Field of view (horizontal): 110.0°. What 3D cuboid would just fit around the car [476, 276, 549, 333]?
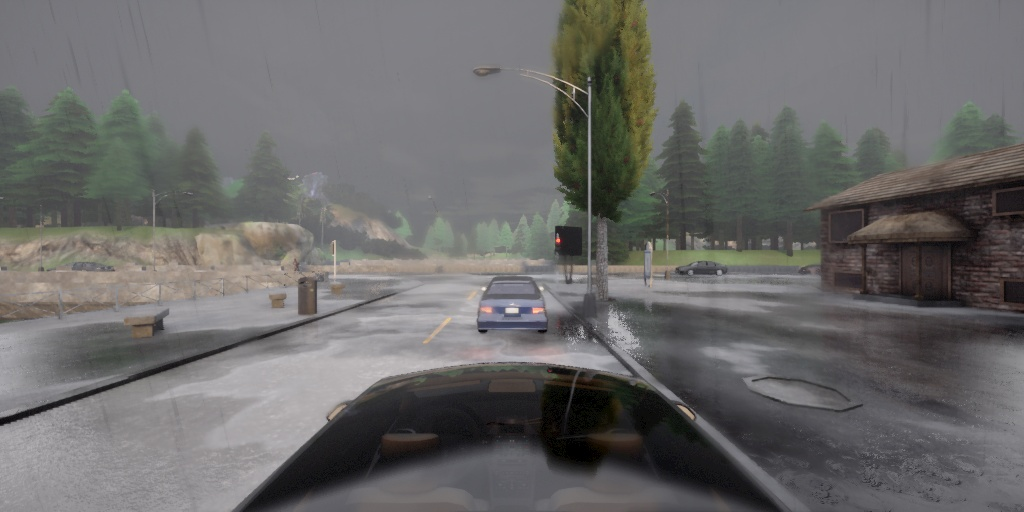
[{"bbox_3d":[0.027,1.297,10.743,2.033,1.411,5.357,0,0,0],"label":"car"}]

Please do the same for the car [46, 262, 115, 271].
[{"bbox_3d":[-43.713,1.297,36.388,5.357,1.411,2.033,0,0,0],"label":"car"}]

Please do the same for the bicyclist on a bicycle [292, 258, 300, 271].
[{"bbox_3d":[-24.512,1.099,40.678,0.582,1.620,1.656,0,0,0],"label":"bicyclist on a bicycle"}]

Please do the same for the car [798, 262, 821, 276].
[{"bbox_3d":[31.688,1.314,36.454,4.181,1.385,1.994,0,0,0],"label":"car"}]

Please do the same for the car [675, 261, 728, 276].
[{"bbox_3d":[19.203,1.255,36.463,4.892,1.490,1.837,0,0,0],"label":"car"}]
